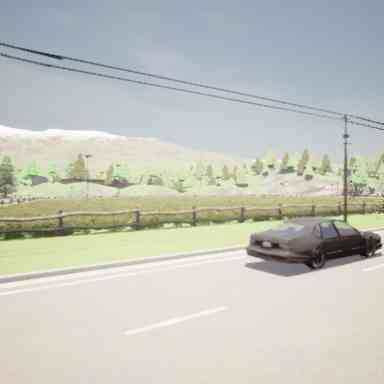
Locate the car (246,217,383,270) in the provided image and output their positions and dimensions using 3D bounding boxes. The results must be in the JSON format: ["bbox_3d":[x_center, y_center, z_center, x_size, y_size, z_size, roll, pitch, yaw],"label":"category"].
[{"bbox_3d":[4.206,1.551,11.051,5.357,1.411,2.033,0,0,-36],"label":"car"}]
